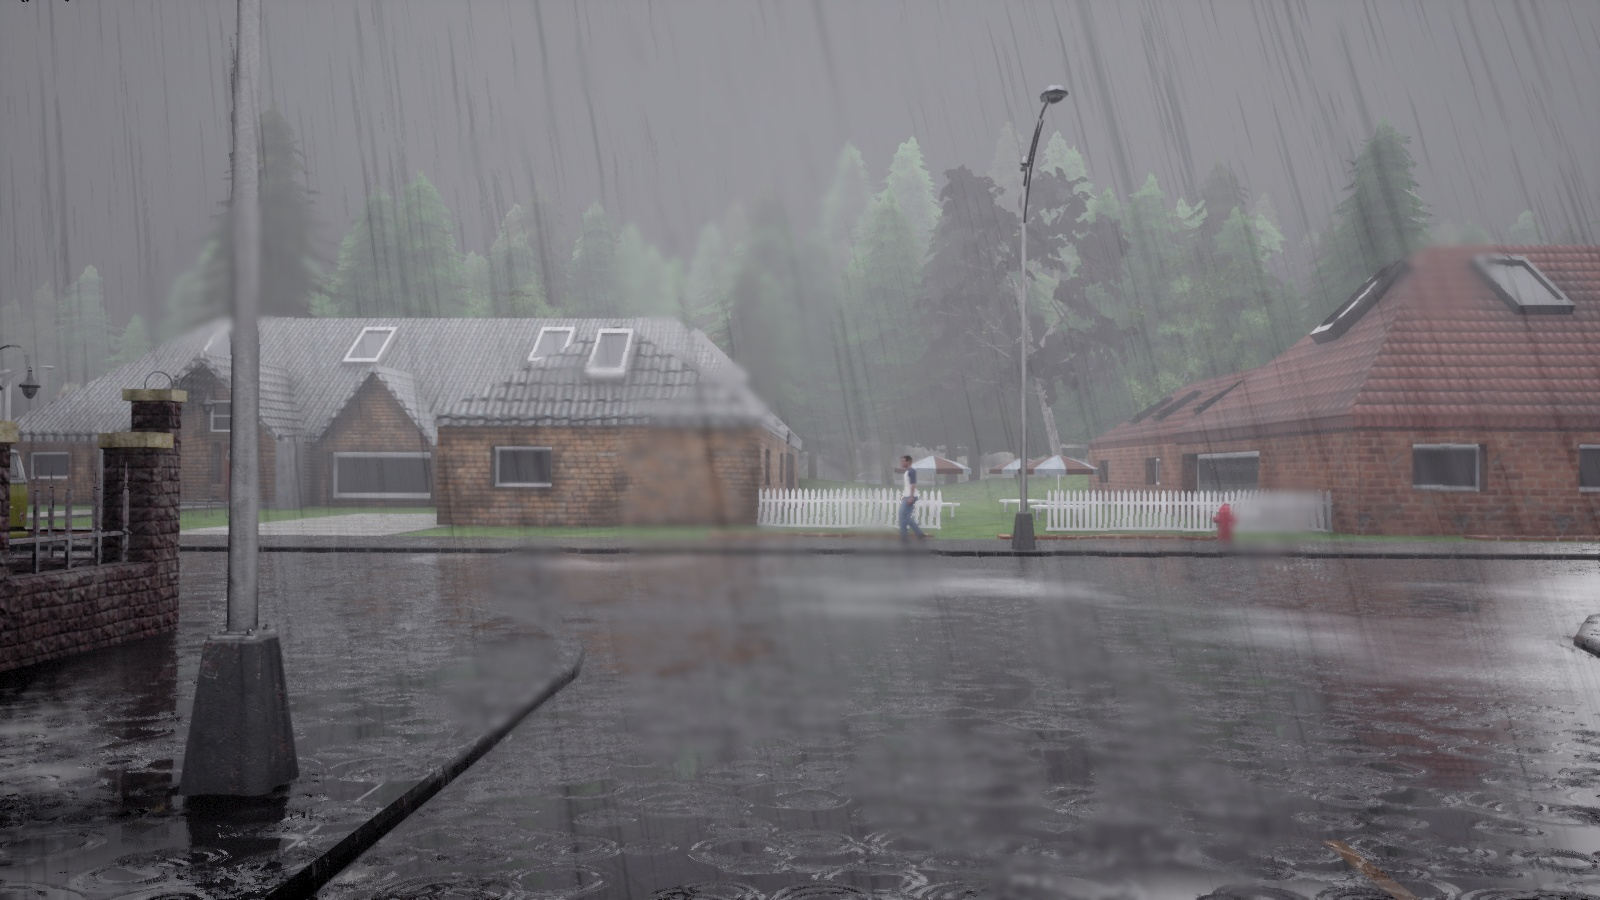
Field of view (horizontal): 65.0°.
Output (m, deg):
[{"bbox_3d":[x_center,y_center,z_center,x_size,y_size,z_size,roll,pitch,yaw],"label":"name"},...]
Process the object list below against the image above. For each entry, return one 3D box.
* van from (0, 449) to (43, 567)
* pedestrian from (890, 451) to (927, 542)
[{"bbox_3d":[-15.729,0.992,21.604,4.442,1.987,1.775,0,-1,5],"label":"van"},{"bbox_3d":[2.186,0.934,25.348,0.706,1.836,0.354,0,-1,1],"label":"pedestrian"}]
